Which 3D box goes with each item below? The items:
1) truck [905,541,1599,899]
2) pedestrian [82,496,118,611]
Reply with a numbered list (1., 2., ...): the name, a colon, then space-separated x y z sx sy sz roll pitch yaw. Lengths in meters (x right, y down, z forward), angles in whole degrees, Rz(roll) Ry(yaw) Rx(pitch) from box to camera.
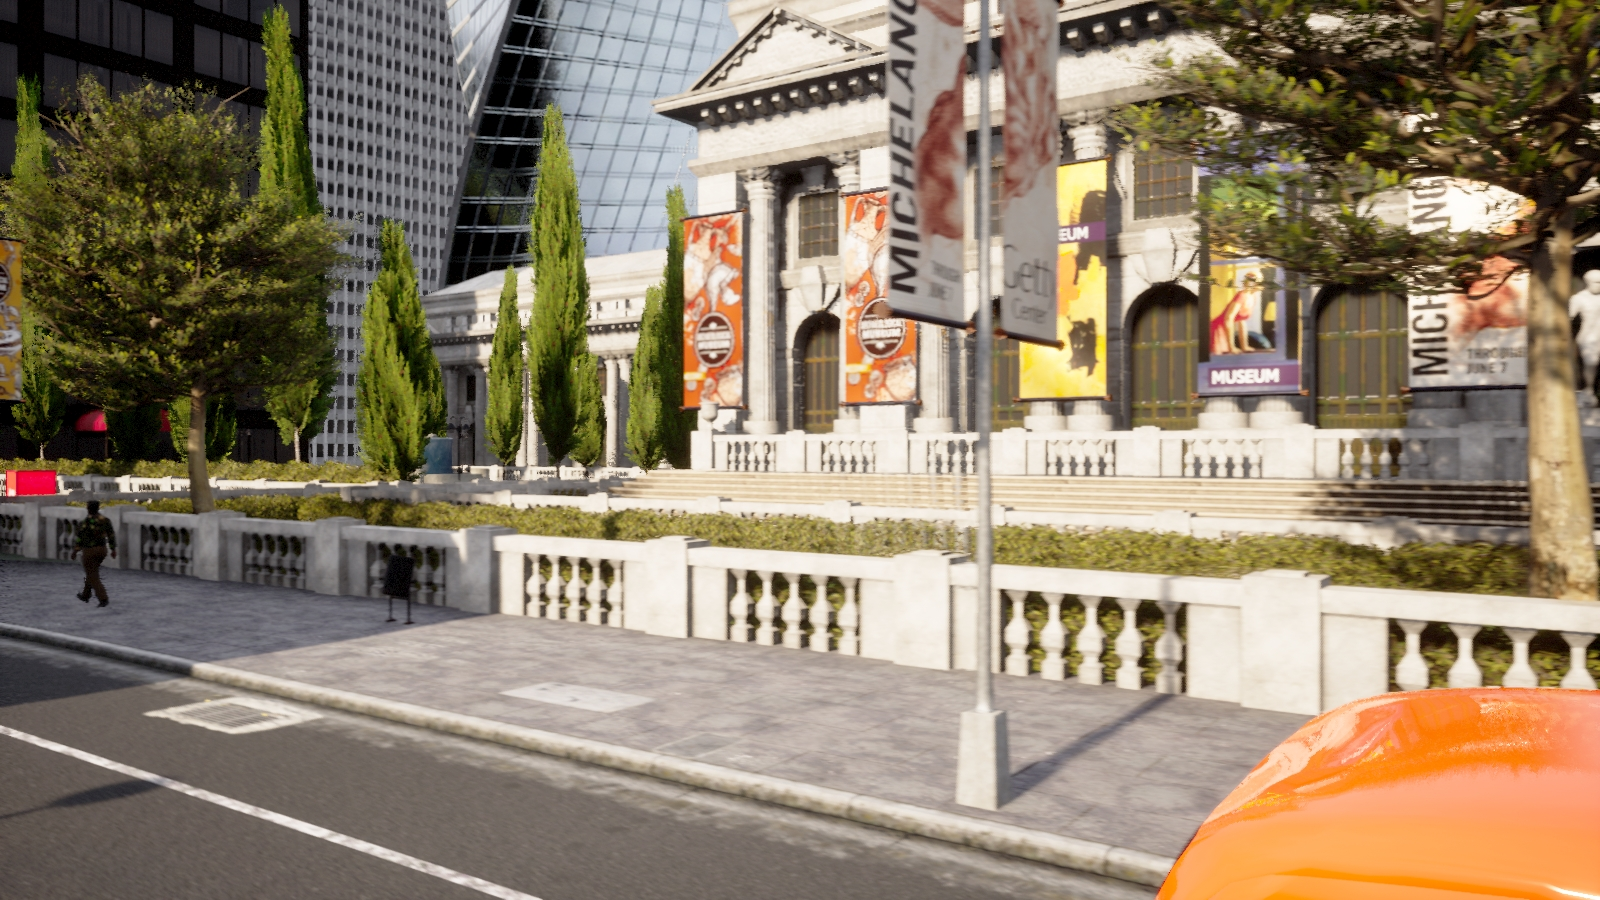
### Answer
1. truck: 3.074 1.568 1.634 5.204 2.467 2.627 0 0 35
2. pedestrian: -11.602 1.697 18.941 0.375 1.860 0.375 0 0 30
